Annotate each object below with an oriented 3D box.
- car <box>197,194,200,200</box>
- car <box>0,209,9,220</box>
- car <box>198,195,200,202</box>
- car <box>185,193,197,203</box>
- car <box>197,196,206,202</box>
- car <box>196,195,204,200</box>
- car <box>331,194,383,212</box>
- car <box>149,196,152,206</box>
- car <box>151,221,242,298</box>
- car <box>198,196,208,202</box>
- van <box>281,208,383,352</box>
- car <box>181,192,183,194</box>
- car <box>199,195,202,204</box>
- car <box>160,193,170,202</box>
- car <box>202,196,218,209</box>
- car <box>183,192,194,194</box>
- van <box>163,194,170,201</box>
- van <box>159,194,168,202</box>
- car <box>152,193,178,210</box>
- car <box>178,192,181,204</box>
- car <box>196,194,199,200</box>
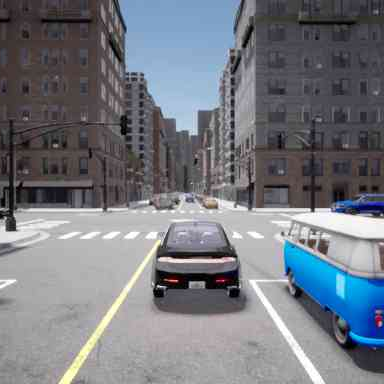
[{"bbox_3d":[2.432,1.542,61.752,1.947,1.339,4.313,0,0,-1],"label":"car"},{"bbox_3d":[-16.569,1.579,25.560,4.718,1.301,1.895,0,0,-1],"label":"car"},{"bbox_3d":[2.506,1.532,56.226,2.008,1.369,4.403,0,0,-1],"label":"car"},{"bbox_3d":[-0.466,1.495,70.545,1.812,1.442,4.674,0,0,-1],"label":"car"},{"bbox_3d":[2.207,1.542,78.328,1.802,1.307,4.206,0,0,-1],"label":"car"},{"bbox_3d":[2.057,1.496,89.379,2.008,1.369,4.403,0,0,-1],"label":"car"},{"bbox_3d":[15.291,1.211,29.378,5.566,2.045,2.150,0,0,-1],"label":"car"},{"bbox_3d":[-6.019,1.296,56.111,2.192,1.841,5.009,0,0,-1],"label":"car"},{"bbox_3d":[0.094,1.490,8.517,2.128,1.511,4.902,0,0,0],"label":"car"},{"bbox_3d":[2.282,1.517,72.802,2.008,1.369,4.403,0,0,-1],"label":"car"},{"bbox_3d":[2.855,1.340,5.986,1.690,1.788,3.998,0,0,0],"label":"van"},{"bbox_3d":[-3.582,1.189,73.305,2.150,2.045,5.566,0,0,-1],"label":"car"},{"bbox_3d":[2.581,1.425,50.700,1.967,1.590,4.097,0,0,-1],"label":"car"},{"bbox_3d":[-6.318,1.275,78.213,2.192,1.841,5.009,0,0,-1],"label":"car"},{"bbox_3d":[2.654,1.513,45.345,1.752,1.417,4.829,0,0,-1],"label":"car"},{"bbox_3d":[-0.754,1.475,85.947,2.128,1.511,4.902,0,0,-1],"label":"car"},{"bbox_3d":[-6.390,1.294,83.737,1.690,1.788,3.998,0,0,-1],"label":"van"},{"bbox_3d":[-6.243,1.308,72.687,1.690,1.788,3.998,0,0,-1],"label":"van"},{"bbox_3d":[-3.368,1.342,41.933,2.097,1.767,4.553,0,0,2],"label":"car"},{"bbox_3d":[-3.451,1.194,57.633,2.150,2.045,5.566,0,1,0],"label":"car"},{"bbox_3d":[2.357,1.516,67.278,1.887,1.381,4.507,0,0,-1],"label":"car"}]
